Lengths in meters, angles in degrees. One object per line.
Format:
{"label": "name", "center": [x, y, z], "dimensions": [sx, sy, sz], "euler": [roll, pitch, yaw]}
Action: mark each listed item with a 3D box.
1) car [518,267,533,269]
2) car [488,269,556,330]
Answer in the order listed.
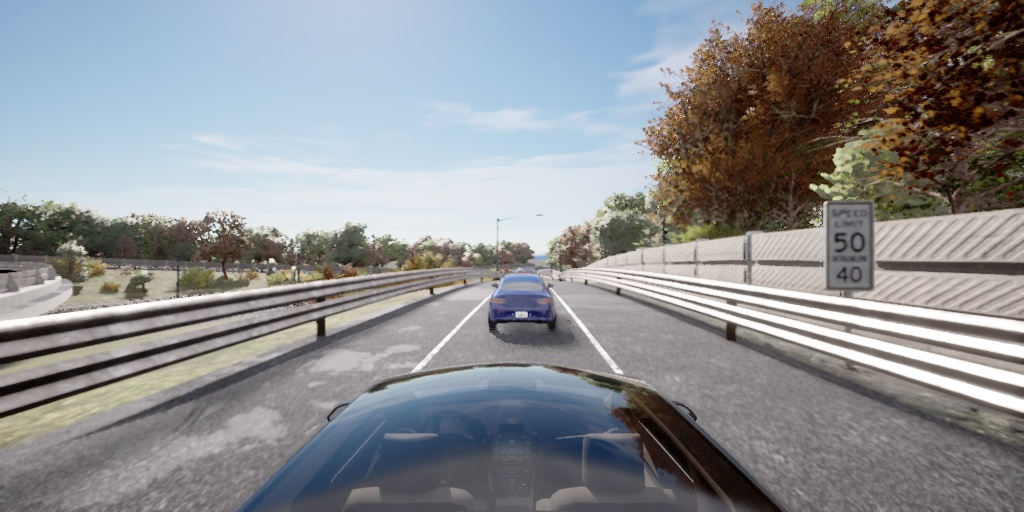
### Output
{"label": "car", "center": [0.786, 1.531, 22.718], "dimensions": [1.895, 1.301, 4.718], "euler": [0, -1, 2]}
{"label": "car", "center": [0.316, 1.283, 11.083], "dimensions": [1.812, 1.442, 4.674], "euler": [0, 0, 2]}
